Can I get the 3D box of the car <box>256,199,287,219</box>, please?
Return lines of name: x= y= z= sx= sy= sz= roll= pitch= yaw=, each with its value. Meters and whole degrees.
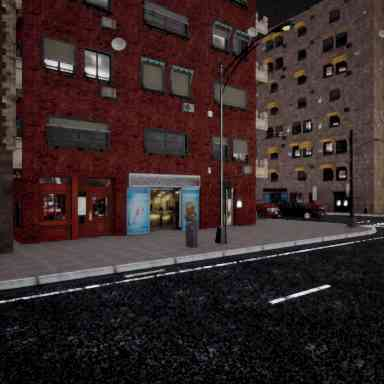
car: x=6.086 y=1.588 z=32.003 sx=2.192 sy=1.841 sz=5.009 roll=-1 pitch=0 yaw=-37

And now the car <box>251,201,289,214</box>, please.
car: x=9.663 y=1.902 z=41.627 sx=1.947 sy=1.339 sz=4.313 roll=-1 pitch=0 yaw=-37

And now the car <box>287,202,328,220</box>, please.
car: x=10.000 y=1.712 z=31.363 sx=1.882 sy=1.535 sz=5.008 roll=0 pitch=0 yaw=-37

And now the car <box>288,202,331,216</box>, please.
car: x=13.016 y=1.847 z=37.181 sx=1.802 sy=1.307 sz=4.206 roll=-1 pitch=0 yaw=-37
